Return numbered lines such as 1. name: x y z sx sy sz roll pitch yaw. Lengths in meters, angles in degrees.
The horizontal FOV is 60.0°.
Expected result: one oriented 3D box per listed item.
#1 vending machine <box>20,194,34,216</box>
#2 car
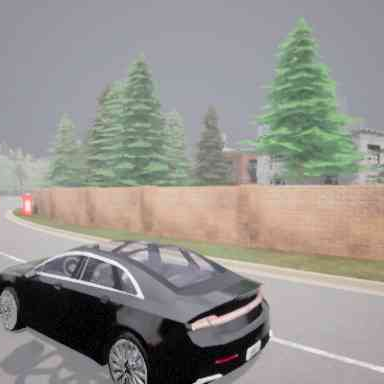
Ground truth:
1. vending machine: -15.717 1.236 31.711 1.100 2.100 0.880 0 0 -32
2. car: -1.229 1.504 5.132 4.902 1.511 2.128 0 0 38
